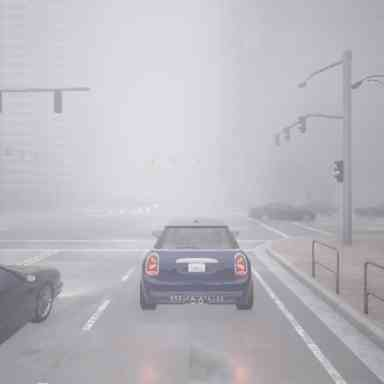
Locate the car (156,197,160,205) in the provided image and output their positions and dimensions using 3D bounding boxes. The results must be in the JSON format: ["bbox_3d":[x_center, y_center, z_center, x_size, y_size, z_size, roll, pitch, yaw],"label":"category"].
[{"bbox_3d":[-6.976,1.601,60.345,1.895,1.301,4.718,0,0,0],"label":"car"}]

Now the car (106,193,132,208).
[{"bbox_3d":[-10.522,1.352,48.122,2.097,1.767,4.553,0,0,0],"label":"car"}]

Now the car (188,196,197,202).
[{"bbox_3d":[0.117,1.553,72.611,1.994,1.385,4.181,0,0,0],"label":"car"}]

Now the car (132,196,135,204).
[{"bbox_3d":[-10.485,1.505,58.067,1.837,1.490,4.892,0,0,0],"label":"car"}]

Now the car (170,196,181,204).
[{"bbox_3d":[-3.300,1.477,65.819,1.882,1.535,5.008,0,0,0],"label":"car"}]

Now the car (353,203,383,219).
[{"bbox_3d":[16.500,1.601,28.615,4.718,1.301,1.895,0,0,1],"label":"car"}]

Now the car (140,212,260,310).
[{"bbox_3d":[0.092,1.352,7.980,2.097,1.767,4.553,0,0,0],"label":"car"}]

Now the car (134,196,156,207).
[{"bbox_3d":[-7.017,1.564,50.385,1.994,1.385,4.181,0,0,0],"label":"car"}]

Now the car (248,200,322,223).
[{"bbox_3d":[6.713,1.478,24.999,5.008,1.535,1.882,1,0,0],"label":"car"}]

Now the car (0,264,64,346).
[{"bbox_3d":[-3.414,1.547,4.121,2.033,1.411,5.357,0,0,-1],"label":"car"}]

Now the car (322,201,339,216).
[{"bbox_3d":[11.705,1.526,32.157,4.674,1.442,1.812,0,0,1],"label":"car"}]
